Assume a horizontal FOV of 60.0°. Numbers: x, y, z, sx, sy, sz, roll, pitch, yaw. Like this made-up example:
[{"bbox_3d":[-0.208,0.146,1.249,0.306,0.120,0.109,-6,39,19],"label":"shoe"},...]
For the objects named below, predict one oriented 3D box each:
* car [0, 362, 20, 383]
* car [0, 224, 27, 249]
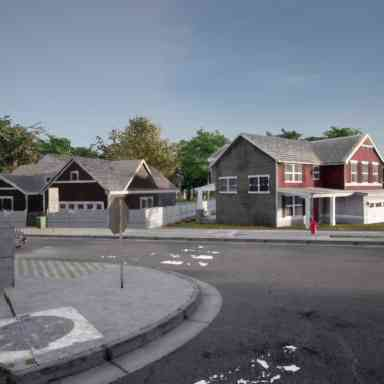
[{"bbox_3d":[-2.719,1.565,1.037,4.181,1.385,1.994,0,0,-34],"label":"car"},{"bbox_3d":[-10.544,2.183,16.592,4.892,1.490,1.837,-2,0,20],"label":"car"}]
